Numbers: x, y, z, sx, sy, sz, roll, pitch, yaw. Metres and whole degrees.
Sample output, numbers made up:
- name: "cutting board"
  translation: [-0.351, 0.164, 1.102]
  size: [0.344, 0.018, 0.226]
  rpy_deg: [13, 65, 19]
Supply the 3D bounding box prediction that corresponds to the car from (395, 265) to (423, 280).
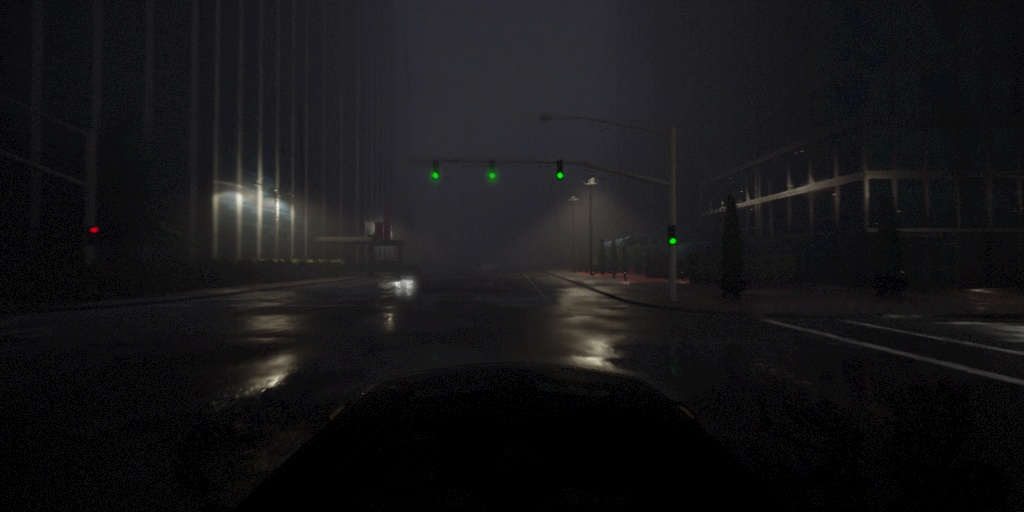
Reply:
- name: "car"
  translation: [-10.502, 1.687, 36.982]
  size: [2.128, 1.511, 4.902]
  rpy_deg: [0, 0, 0]
